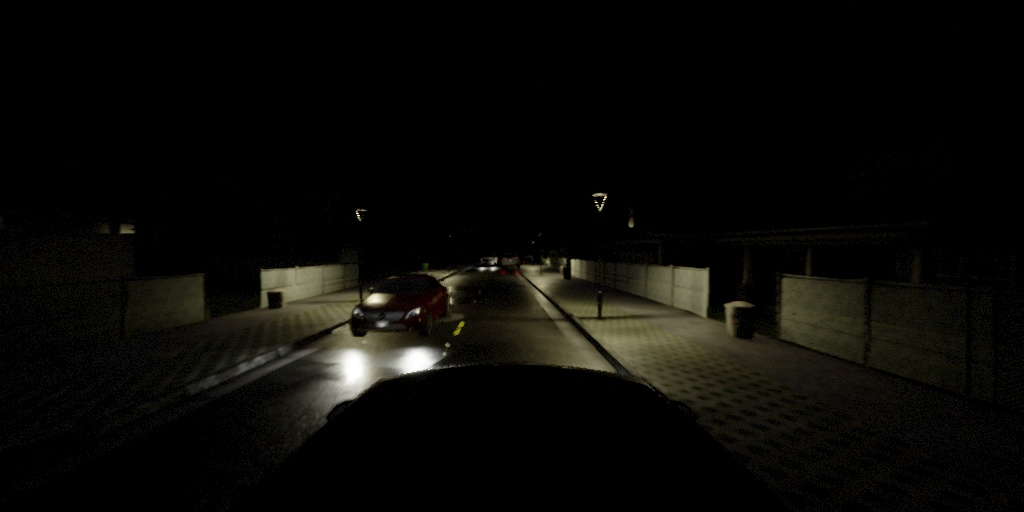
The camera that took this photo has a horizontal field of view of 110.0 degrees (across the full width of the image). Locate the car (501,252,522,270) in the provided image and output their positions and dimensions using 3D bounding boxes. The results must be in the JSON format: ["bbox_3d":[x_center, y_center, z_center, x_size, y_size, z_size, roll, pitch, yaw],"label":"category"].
[{"bbox_3d":[-0.122,0.566,45.103,2.150,2.045,5.566,-5,1,2],"label":"car"}]

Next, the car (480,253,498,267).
[{"bbox_3d":[-3.362,0.538,53.462,2.150,2.045,5.566,0,1,5],"label":"car"}]

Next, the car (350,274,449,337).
[{"bbox_3d":[-2.976,1.268,10.413,1.812,1.442,4.674,0,0,-1],"label":"car"}]

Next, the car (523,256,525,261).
[{"bbox_3d":[0.435,0.418,63.797,2.150,2.045,5.566,0,1,9],"label":"car"}]
